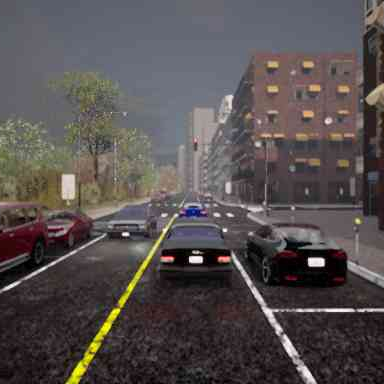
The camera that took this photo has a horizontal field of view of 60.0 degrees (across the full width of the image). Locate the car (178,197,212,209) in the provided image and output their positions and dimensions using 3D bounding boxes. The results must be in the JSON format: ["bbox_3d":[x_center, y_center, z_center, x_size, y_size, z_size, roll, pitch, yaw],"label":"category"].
[{"bbox_3d":[0.082,1.278,21.053,1.812,1.442,4.674,0,1,0],"label":"car"}]

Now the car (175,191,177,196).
[{"bbox_3d":[-5.410,0.581,85.993,2.008,1.369,4.403,1,1,0],"label":"car"}]

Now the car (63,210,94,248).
[{"bbox_3d":[-5.325,1.419,13.826,1.802,1.307,4.206,1,1,0],"label":"car"}]

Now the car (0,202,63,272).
[{"bbox_3d":[-5.315,1.218,8.169,2.192,1.841,5.009,1,1,0],"label":"car"}]

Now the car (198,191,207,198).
[{"bbox_3d":[2.477,0.521,81.165,1.967,1.590,4.097,1,1,0],"label":"car"}]

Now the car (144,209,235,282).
[{"bbox_3d":[0.087,1.435,9.494,2.033,1.411,5.357,0,1,0],"label":"car"}]

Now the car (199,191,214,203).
[{"bbox_3d":[2.510,0.943,52.752,2.008,1.369,4.403,1,1,0],"label":"car"}]

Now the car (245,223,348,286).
[{"bbox_3d":[2.562,1.459,8.938,1.947,1.339,4.313,1,1,0],"label":"car"}]

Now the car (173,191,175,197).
[{"bbox_3d":[-5.387,0.528,68.964,2.192,1.841,5.009,1,1,0],"label":"car"}]

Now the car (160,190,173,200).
[{"bbox_3d":[-5.381,0.591,63.287,2.192,1.841,5.009,1,1,0],"label":"car"}]

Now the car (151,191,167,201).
[{"bbox_3d":[-5.369,0.946,51.939,1.887,1.381,4.507,1,1,0],"label":"car"}]

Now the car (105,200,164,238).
[{"bbox_3d":[-2.772,1.351,16.566,2.033,1.411,5.357,0,1,0],"label":"car"}]

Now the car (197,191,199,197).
[{"bbox_3d":[2.489,0.786,69.800,1.802,1.307,4.206,1,1,0],"label":"car"}]
